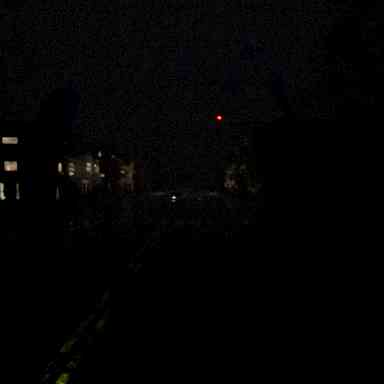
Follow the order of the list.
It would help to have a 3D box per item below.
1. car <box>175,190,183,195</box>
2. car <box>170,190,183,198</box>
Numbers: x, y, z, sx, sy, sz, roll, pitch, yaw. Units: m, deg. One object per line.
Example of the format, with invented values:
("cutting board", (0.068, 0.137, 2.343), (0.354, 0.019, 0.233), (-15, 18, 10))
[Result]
("car", (-3.438, 0.218, 88.863), (1.895, 1.301, 4.718), (0, 1, 0))
("car", (-3.371, 0.483, 69.042), (1.994, 1.385, 4.181), (0, 1, 0))
